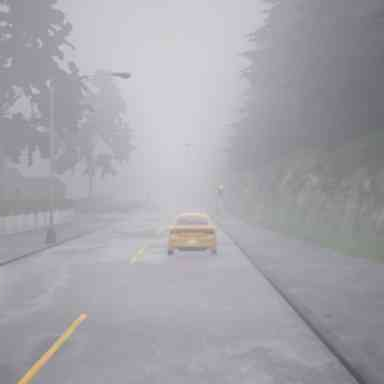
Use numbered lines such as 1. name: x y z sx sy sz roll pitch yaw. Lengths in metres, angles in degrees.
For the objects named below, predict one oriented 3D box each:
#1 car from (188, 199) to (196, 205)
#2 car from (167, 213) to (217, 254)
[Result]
1. car: 0.016 2.369 79.126 1.895 1.301 4.718 0 -1 0
2. car: 0.027 1.634 14.243 1.882 1.535 5.008 0 0 0
